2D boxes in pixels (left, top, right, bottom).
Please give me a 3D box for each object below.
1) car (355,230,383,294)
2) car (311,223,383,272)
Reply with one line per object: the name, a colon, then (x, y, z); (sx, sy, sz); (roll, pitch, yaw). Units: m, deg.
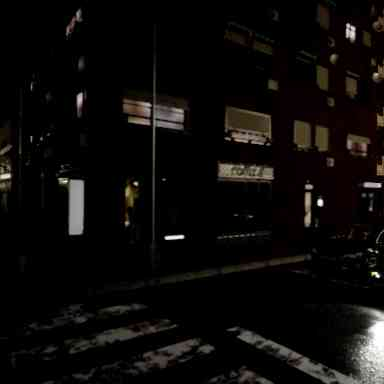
car: (6.348, 1.676, 7.917); (5.357, 1.411, 2.033); (1, 0, -36)
car: (5.578, 1.688, 10.554); (4.403, 1.369, 2.008); (1, -1, -36)
